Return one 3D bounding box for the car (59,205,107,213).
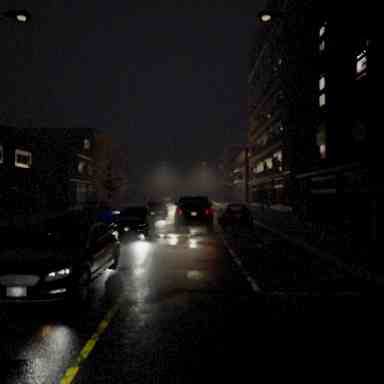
[{"bbox_3d":[-5.675,1.558,15.583,1.887,1.381,4.507,1,0,0],"label":"car"}]

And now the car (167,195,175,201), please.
[{"bbox_3d":[-5.668,1.649,89.511,1.947,1.339,4.313,1,0,0],"label":"car"}]

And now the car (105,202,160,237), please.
[{"bbox_3d":[-3.079,1.520,18.164,1.837,1.490,4.892,0,0,0],"label":"car"}]

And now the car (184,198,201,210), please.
[{"bbox_3d":[0.061,1.530,43.704,2.128,1.511,4.902,0,0,0],"label":"car"}]

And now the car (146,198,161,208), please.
[{"bbox_3d":[-5.672,1.625,49.704,1.802,1.307,4.206,1,0,0],"label":"car"}]

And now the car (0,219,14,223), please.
[{"bbox_3d":[-5.752,1.553,9.902,1.887,1.381,4.507,1,0,0],"label":"car"}]

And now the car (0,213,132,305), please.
[{"bbox_3d":[-3.088,1.499,8.317,2.128,1.511,4.902,0,0,0],"label":"car"}]

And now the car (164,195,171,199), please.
[{"bbox_3d":[-5.667,1.511,78.137,1.967,1.590,4.097,1,0,0],"label":"car"}]

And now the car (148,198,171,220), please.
[{"bbox_3d":[-3.070,1.550,28.686,1.812,1.442,4.674,0,0,1],"label":"car"}]

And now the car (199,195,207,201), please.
[{"bbox_3d":[2.712,1.602,84.054,1.752,1.417,4.829,1,0,0],"label":"car"}]

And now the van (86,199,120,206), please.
[{"bbox_3d":[-5.670,1.359,21.271,1.690,1.788,3.998,1,0,0],"label":"van"}]

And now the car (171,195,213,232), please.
[{"bbox_3d":[0.101,1.238,20.190,2.150,2.045,5.566,0,0,0],"label":"car"}]

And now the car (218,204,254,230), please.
[{"bbox_3d":[2.708,1.458,21.331,1.967,1.590,4.097,1,0,0],"label":"car"}]

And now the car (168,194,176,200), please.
[{"bbox_3d":[-5.665,1.530,95.198,1.967,1.590,4.097,1,0,0],"label":"car"}]
